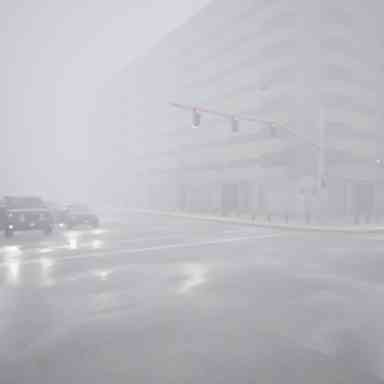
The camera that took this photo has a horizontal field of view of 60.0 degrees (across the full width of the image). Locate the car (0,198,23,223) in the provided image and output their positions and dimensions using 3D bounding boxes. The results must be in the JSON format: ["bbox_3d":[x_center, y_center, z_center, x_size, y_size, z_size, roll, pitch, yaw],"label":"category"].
[{"bbox_3d":[-14.981,1.394,26.499,2.097,1.767,4.553,0,0,-35],"label":"car"}]

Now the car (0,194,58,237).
[{"bbox_3d":[-9.422,1.247,18.605,2.150,2.045,5.566,0,0,-35],"label":"car"}]

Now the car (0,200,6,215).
[{"bbox_3d":[-21.242,1.623,35.384,1.994,1.385,4.181,0,0,-36],"label":"car"}]

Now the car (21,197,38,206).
[{"bbox_3d":[-28.389,1.595,58.012,1.882,1.535,5.008,0,0,-36],"label":"car"}]

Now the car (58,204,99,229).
[{"bbox_3d":[-7.819,1.565,22.406,1.812,1.442,4.674,0,0,-35],"label":"car"}]

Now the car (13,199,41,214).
[{"bbox_3d":[-19.140,1.619,38.484,2.033,1.411,5.357,0,0,-35],"label":"car"}]
